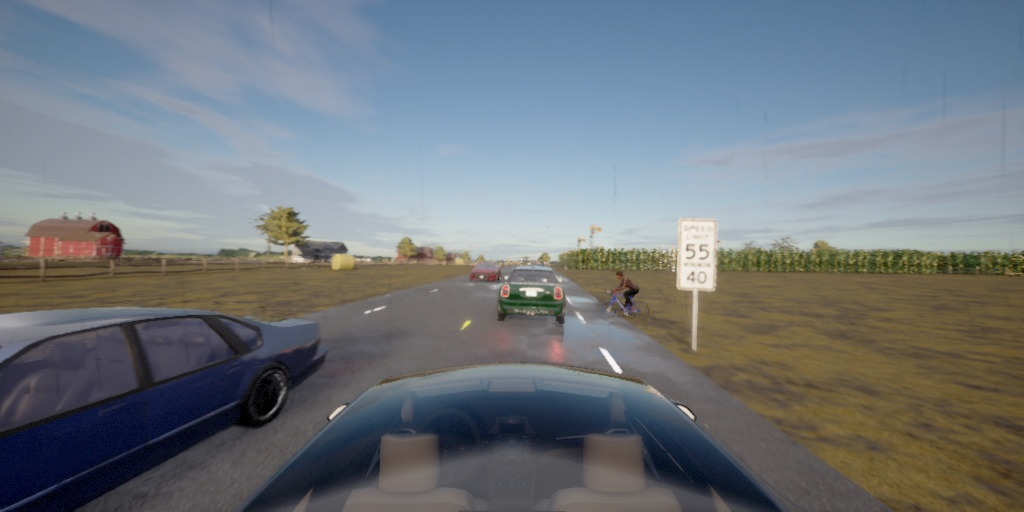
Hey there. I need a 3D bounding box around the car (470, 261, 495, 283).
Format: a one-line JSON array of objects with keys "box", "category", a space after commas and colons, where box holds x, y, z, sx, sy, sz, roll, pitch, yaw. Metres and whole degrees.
[{"box": [-1.918, 1.177, 27.354, 1.882, 1.535, 5.008, 2, 0, 4], "category": "car"}]

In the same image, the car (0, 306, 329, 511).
[{"box": [-3.727, 1.169, 2.800, 2.033, 1.411, 5.357, 2, 0, 5], "category": "car"}]

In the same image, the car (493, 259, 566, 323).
[{"box": [0.729, 1.137, 12.707, 2.097, 1.767, 4.553, 2, 0, 4], "category": "car"}]

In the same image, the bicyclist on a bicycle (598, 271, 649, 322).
[{"box": [3.652, 1.329, 11.703, 1.656, 1.620, 0.582, 1, 0, 4], "category": "bicyclist on a bicycle"}]

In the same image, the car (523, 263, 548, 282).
[{"box": [2.142, 1.396, 32.545, 2.033, 1.411, 5.357, 2, 0, 4], "category": "car"}]
